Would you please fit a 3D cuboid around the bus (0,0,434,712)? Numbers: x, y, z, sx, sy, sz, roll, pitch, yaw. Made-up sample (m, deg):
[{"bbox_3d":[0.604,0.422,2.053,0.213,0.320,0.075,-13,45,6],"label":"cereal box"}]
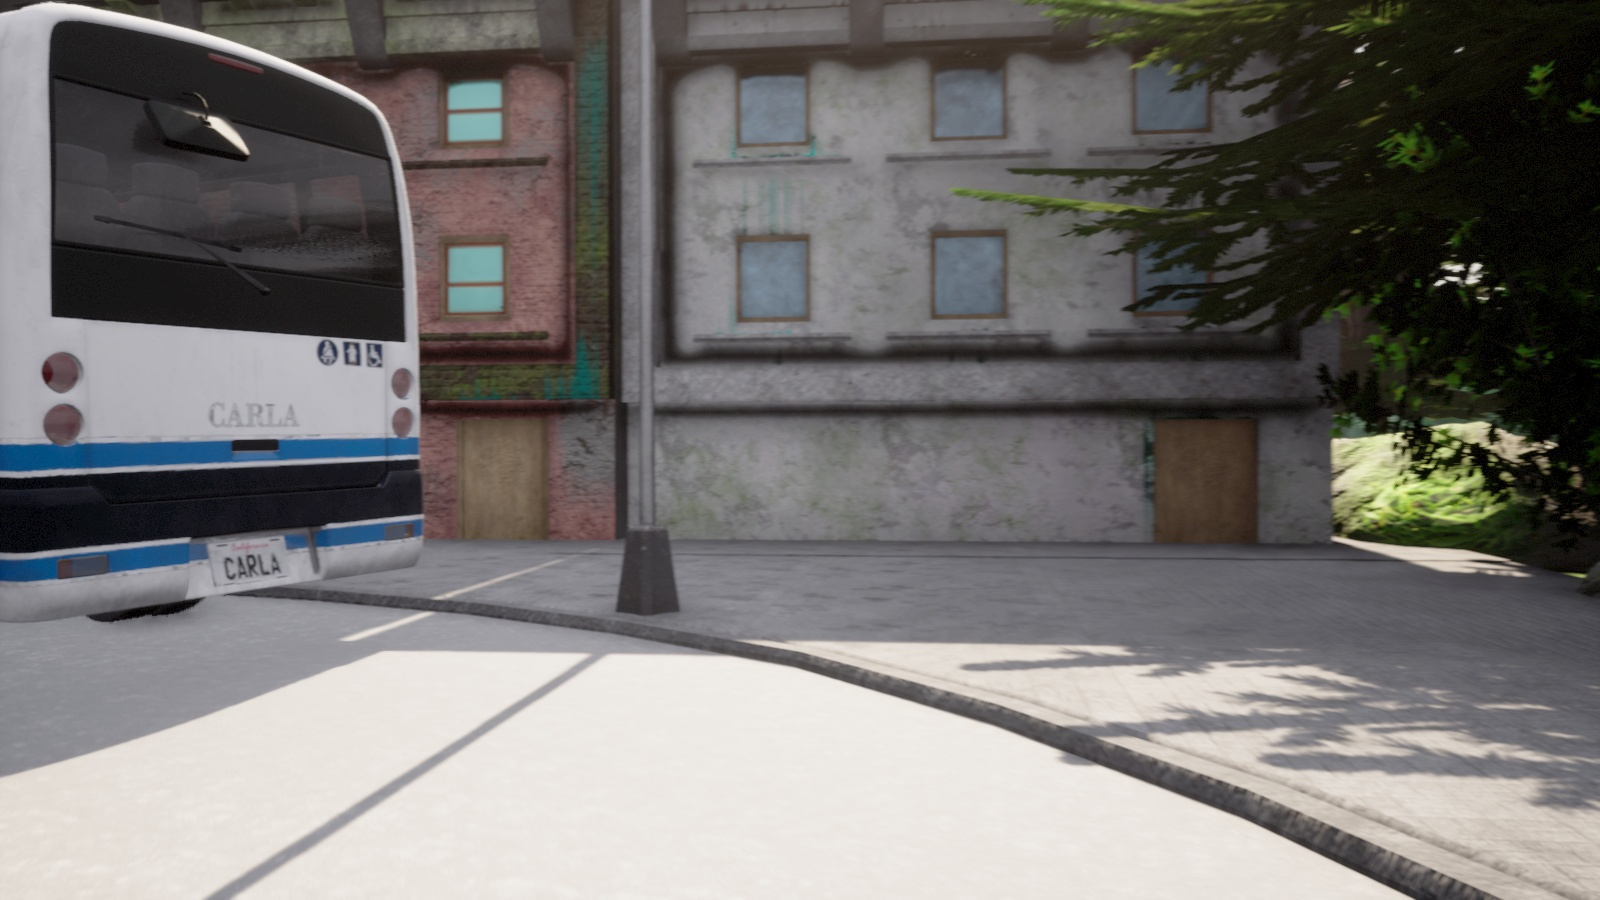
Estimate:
[{"bbox_3d":[-8.498,-0.710,10.836,10.273,4.253,3.944,1,2,27],"label":"bus"}]
